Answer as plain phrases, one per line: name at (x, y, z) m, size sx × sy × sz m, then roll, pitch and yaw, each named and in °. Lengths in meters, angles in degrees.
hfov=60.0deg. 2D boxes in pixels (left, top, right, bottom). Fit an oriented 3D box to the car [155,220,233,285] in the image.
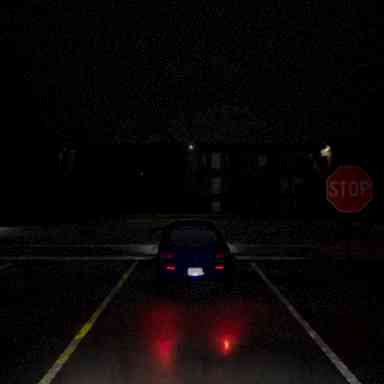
car at (-0.009, 1.514, 9.319) m, size 1.812 × 1.442 × 4.674 m, roll 0°, pitch 0°, yaw -2°
